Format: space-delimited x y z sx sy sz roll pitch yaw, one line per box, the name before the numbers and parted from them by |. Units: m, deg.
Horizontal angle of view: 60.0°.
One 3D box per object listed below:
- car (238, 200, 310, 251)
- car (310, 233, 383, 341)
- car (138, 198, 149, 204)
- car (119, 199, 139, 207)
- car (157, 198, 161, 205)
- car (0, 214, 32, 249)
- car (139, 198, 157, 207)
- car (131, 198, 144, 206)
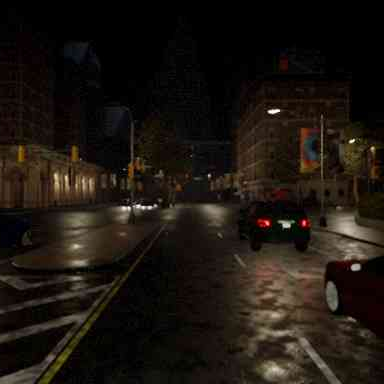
car | 3.461 1.361 14.952 2.150 2.045 5.566 0 -1 -1
car | 3.564 1.521 4.671 1.882 1.535 5.008 0 -1 -1
car | -12.350 2.325 85.206 2.128 1.511 4.902 0 -1 -1
car | -12.168 2.104 65.140 2.128 1.511 4.902 0 -1 0
car | -8.755 2.210 75.732 1.837 1.490 4.892 0 -1 -1
car | -8.177 1.602 13.024 1.882 1.535 5.008 0 -1 0
car | -8.671 2.179 65.547 1.994 1.385 4.181 0 -1 0
car | -12.249 2.231 75.132 2.128 1.511 4.902 0 -1 -1
